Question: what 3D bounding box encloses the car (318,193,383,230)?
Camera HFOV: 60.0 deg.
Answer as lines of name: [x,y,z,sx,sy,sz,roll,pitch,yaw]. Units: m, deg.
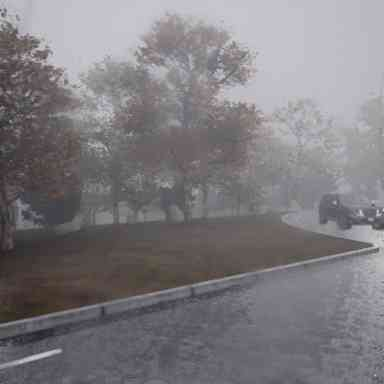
car: [9.489,1.099,20.240,2.150,2.045,5.566,0,0,2]
